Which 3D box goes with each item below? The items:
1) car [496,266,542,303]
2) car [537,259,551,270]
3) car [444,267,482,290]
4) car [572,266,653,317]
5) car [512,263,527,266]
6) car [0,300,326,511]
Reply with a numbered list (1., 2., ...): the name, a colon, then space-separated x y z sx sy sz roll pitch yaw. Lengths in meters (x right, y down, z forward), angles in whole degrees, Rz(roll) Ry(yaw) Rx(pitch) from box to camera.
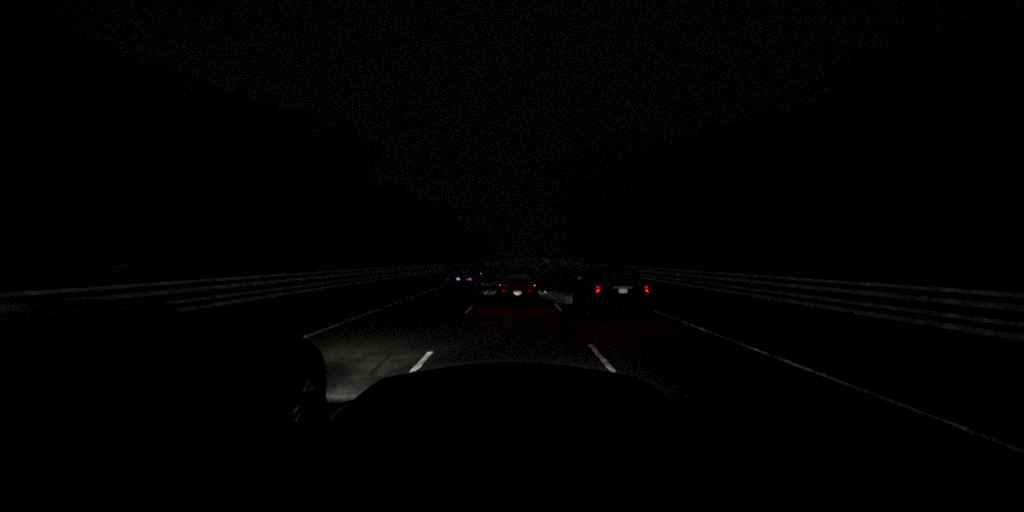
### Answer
1. car: 0.259 1.362 17.064 1.812 1.442 4.674 0 0 1
2. car: 5.568 1.770 63.527 2.128 1.511 4.902 0 -1 4
3. car: -3.108 1.430 23.641 2.033 1.411 5.357 0 0 1
4. car: 3.605 1.168 13.645 2.097 1.767 4.553 0 0 1
5. car: 0.790 1.471 36.470 1.882 1.535 5.008 0 0 2
6. car: -3.379 1.104 2.661 2.097 1.767 4.553 0 0 0
